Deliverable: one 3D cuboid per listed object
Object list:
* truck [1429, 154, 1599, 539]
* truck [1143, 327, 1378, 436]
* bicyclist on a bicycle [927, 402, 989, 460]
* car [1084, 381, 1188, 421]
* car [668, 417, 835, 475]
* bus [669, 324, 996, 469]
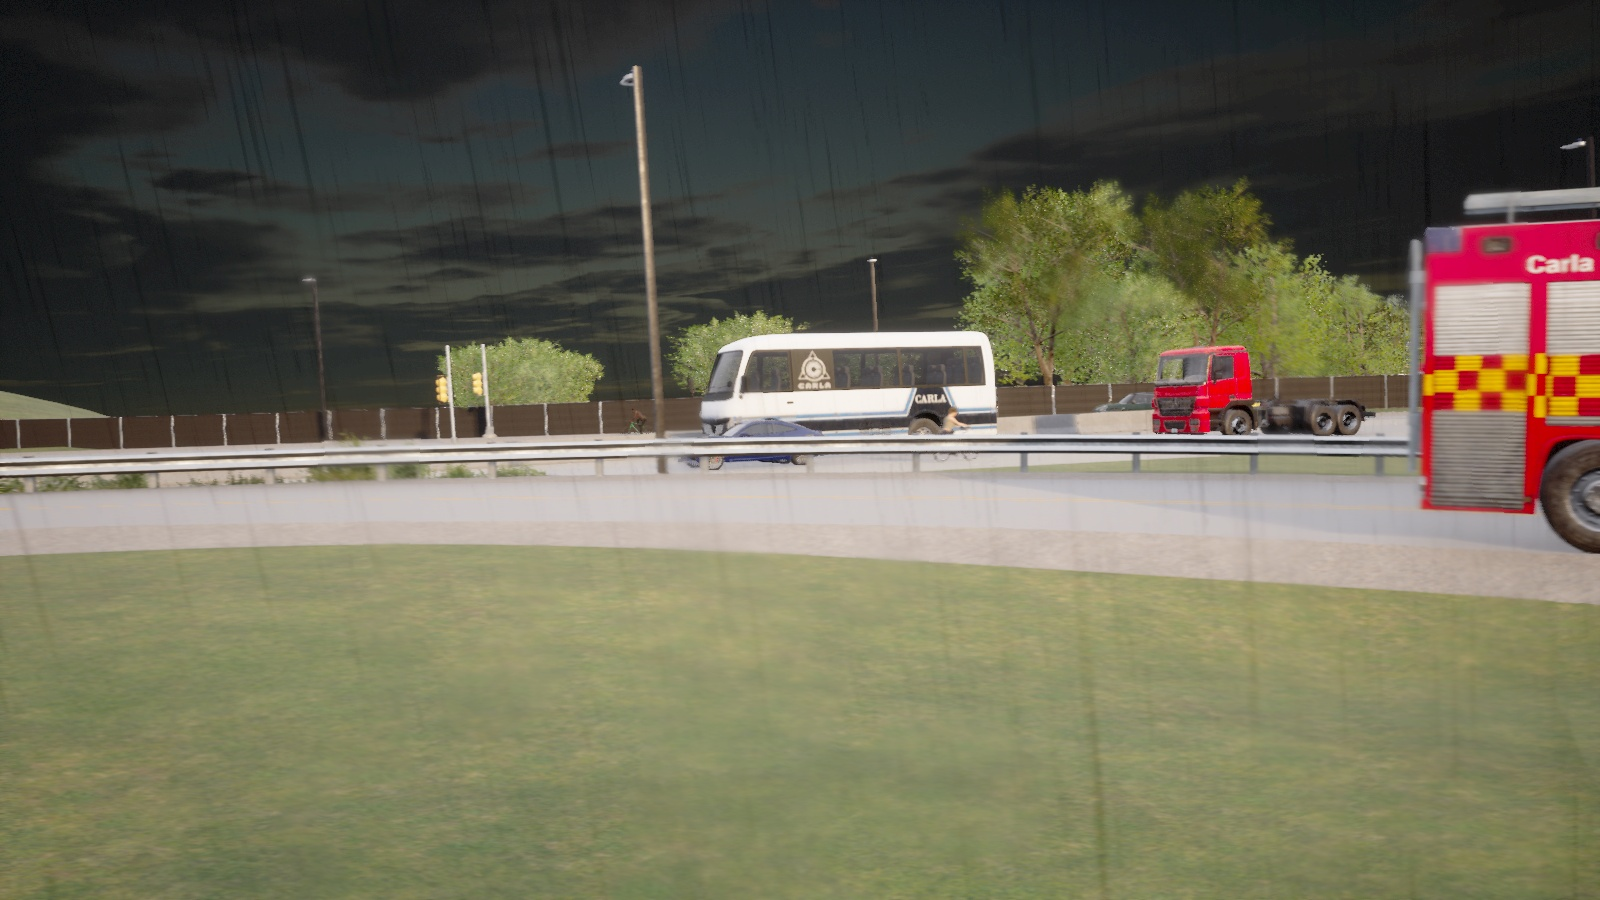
[{"bbox_3d":[11.031,-1.121,12.477,8.468,3.827,2.891,0,5,28],"label":"truck"},{"bbox_3d":[16.721,-2.500,45.525,7.936,3.462,2.891,-4,2,-21],"label":"truck"},{"bbox_3d":[4.653,-0.559,37.025,1.509,1.612,0.866,-4,2,-21],"label":"bicyclist on a bicycle"},{"bbox_3d":[16.702,-2.445,62.650,4.553,1.767,2.097,-3,3,0],"label":"car"},{"bbox_3d":[-1.485,-0.151,38.354,4.674,1.442,1.812,-4,2,-21],"label":"car"},{"bbox_3d":[1.119,-1.881,43.126,10.273,4.253,3.944,-4,2,-21],"label":"bus"}]
